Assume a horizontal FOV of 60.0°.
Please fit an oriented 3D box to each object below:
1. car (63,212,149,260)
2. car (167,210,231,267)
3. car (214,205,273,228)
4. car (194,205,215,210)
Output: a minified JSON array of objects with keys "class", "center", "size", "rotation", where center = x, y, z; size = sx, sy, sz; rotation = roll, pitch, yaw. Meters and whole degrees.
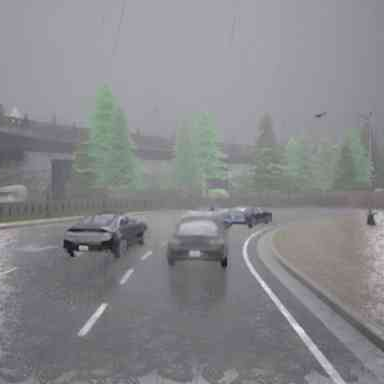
[{"class":"car","center":[-3.008,1.513,12.626],"size":[2.128,1.511,4.902],"rotation":[0,0,8]},{"class":"car","center":[0.327,1.546,11.414],"size":[1.812,1.442,4.674],"rotation":[0,0,6]},{"class":"car","center":[3.788,1.586,22.461],"size":[2.033,1.411,5.357],"rotation":[0,0,31]},{"class":"car","center":[1.489,1.643,25.229],"size":[1.895,1.301,4.718],"rotation":[0,0,34]}]
